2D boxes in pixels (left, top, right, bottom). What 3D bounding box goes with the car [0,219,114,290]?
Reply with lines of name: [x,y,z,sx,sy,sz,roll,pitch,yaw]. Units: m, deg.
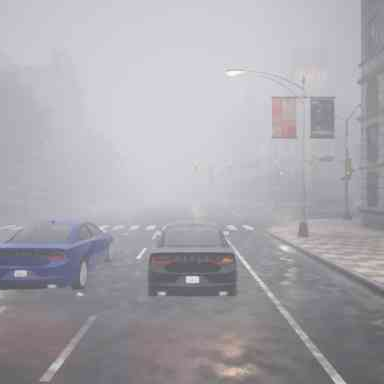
car: [-3.489,1.477,9.118,1.882,1.535,5.008,0,0,-2]

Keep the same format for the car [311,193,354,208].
car: [19.583,1.220,46.347,5.566,2.045,2.150,0,0,0]

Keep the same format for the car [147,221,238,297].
car: [0.007,1.477,8.651,1.882,1.535,5.008,0,0,0]
